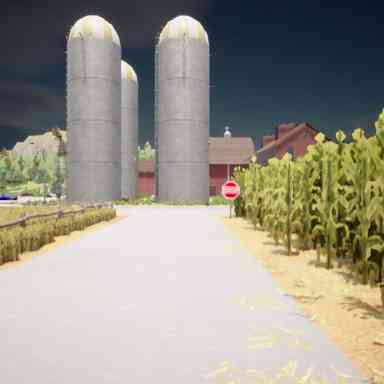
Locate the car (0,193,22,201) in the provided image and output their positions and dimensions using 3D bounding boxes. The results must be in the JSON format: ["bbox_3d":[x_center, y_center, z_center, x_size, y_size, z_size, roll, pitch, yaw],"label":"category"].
[{"bbox_3d":[-36.963,1.045,65.797,4.611,1.667,2.242,0,0,0],"label":"car"}]
